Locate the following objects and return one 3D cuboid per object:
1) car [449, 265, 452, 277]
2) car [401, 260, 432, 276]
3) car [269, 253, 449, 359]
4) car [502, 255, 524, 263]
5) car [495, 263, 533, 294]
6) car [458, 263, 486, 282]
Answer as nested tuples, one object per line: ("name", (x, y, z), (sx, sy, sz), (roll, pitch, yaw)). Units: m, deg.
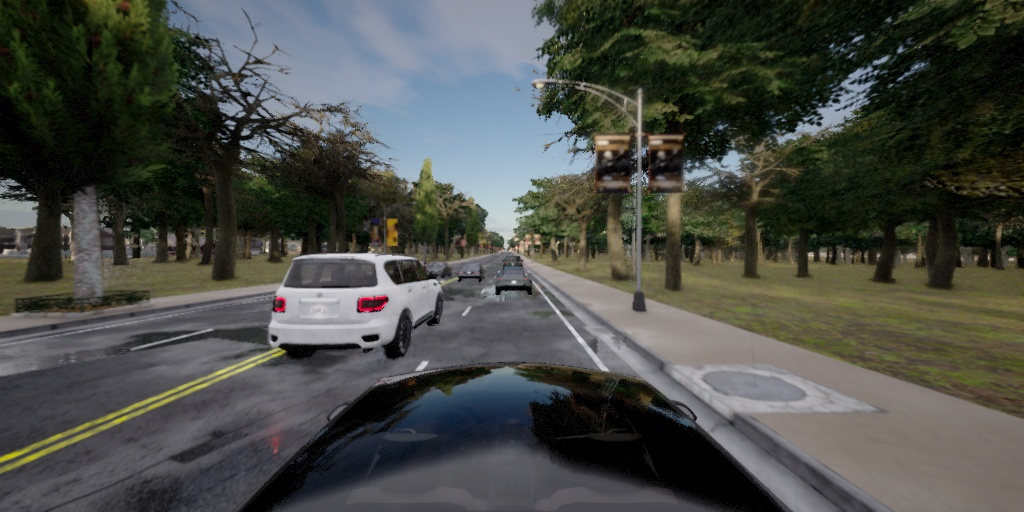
("car", (-6.551, 1.228, 31.824), (2.128, 1.511, 4.902), (0, 0, 0))
("car", (-9.752, 1.209, 37.111), (1.882, 1.535, 5.008), (0, 0, 0))
("car", (-3.146, 0.967, 8.536), (2.150, 2.045, 5.566), (0, 0, 0))
("car", (0.106, 0.947, 39.013), (2.150, 2.045, 5.566), (0, 0, 0))
("car", (0.103, 1.302, 20.179), (1.994, 1.385, 4.181), (0, 0, 0))
("car", (-3.149, 1.283, 28.712), (2.033, 1.411, 5.357), (0, 0, 0))
